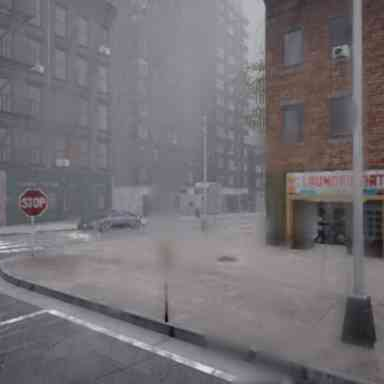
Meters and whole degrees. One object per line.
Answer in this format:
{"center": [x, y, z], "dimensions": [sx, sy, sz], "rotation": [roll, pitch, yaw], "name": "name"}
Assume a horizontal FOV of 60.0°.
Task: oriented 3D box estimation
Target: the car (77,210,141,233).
{"center": [-5.321, 1.871, 21.769], "dimensions": [1.994, 1.385, 4.181], "rotation": [0, -2, 36], "name": "car"}
